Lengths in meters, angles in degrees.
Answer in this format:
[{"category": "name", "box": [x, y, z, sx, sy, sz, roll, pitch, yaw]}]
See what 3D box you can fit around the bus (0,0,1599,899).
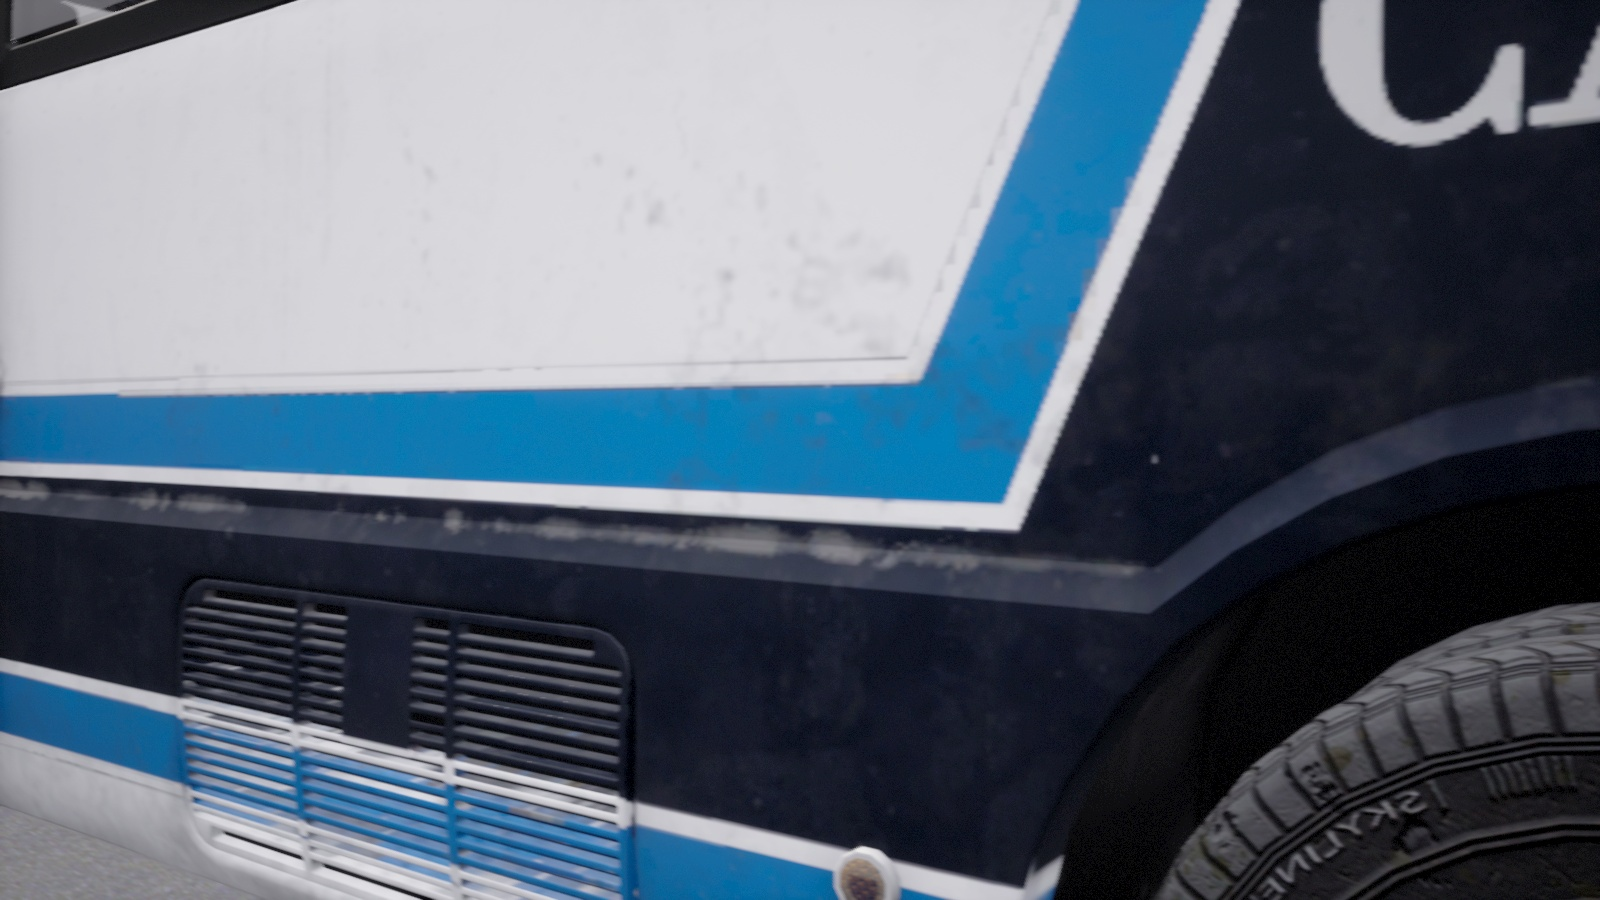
[{"category": "bus", "box": [-0.422, -0.694, 3.889, 10.273, 4.253, 3.944, 0, 1, 34]}]
